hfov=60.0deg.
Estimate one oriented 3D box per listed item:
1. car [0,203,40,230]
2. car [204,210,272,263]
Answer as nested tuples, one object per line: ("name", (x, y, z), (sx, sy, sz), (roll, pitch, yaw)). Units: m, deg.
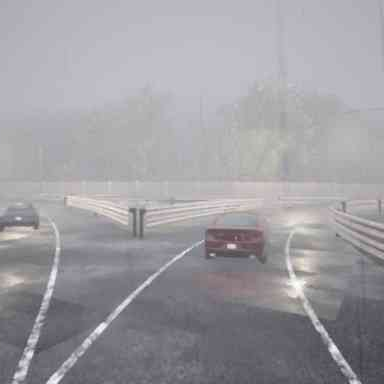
("car", (-9.872, 1.327, 19.205), (1.994, 1.385, 4.181), (0, 1, -25))
("car", (1.767, 1.378, 11.862), (1.882, 1.535, 5.008), (0, 0, 15))
